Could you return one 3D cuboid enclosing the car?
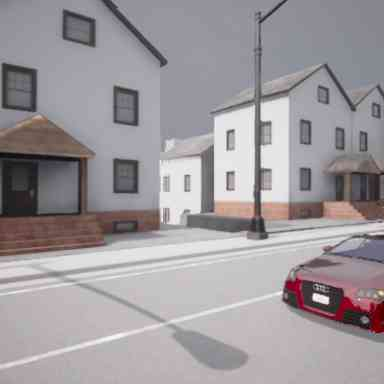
[{"bbox_3d":[3.745,1.592,6.680,4.181,1.385,1.994,0,0,-36],"label":"car"}]
